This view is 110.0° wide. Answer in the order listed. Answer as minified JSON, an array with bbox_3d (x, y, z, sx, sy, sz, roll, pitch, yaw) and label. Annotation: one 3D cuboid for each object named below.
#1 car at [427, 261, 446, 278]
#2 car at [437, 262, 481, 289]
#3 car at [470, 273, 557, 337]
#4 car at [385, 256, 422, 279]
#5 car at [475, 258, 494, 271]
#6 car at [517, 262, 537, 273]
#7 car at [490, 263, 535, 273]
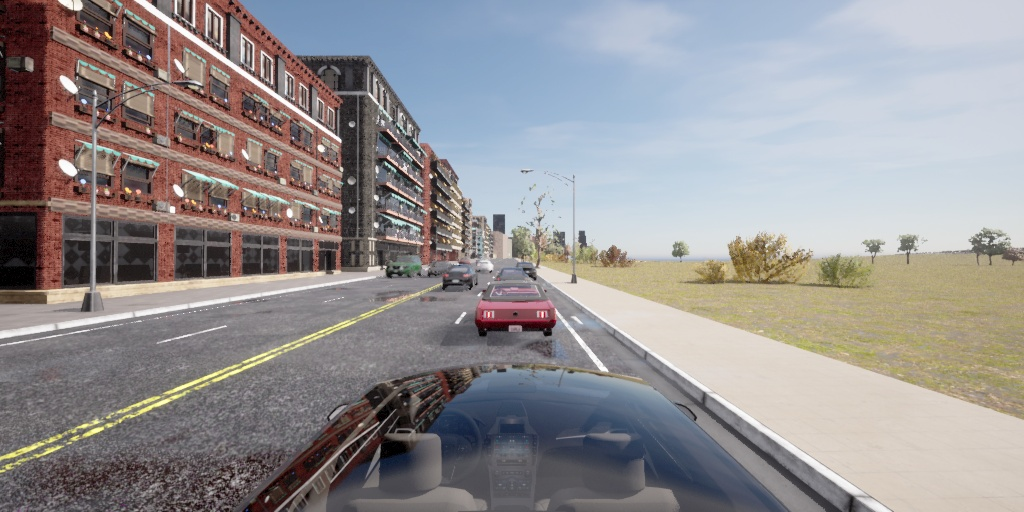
[{"bbox_3d":[-6.689,1.258,33.823,1.837,1.490,4.892,0,0,0],"label":"car"},{"bbox_3d":[-3.208,1.279,22.674,1.812,1.442,4.674,0,0,0],"label":"car"},{"bbox_3d":[0.077,1.352,10.311,1.895,1.301,4.718,0,0,0],"label":"car"},{"bbox_3d":[-9.938,0.975,33.423,2.150,2.045,5.566,0,0,0],"label":"car"},{"bbox_3d":[-3.268,1.280,43.807,1.812,1.442,4.674,0,0,0],"label":"car"},{"bbox_3d":[1.059,1.259,30.335,1.837,1.490,4.892,0,0,0],"label":"car"},{"bbox_3d":[0.040,1.317,20.341,1.994,1.385,4.181,0,0,0],"label":"car"}]
